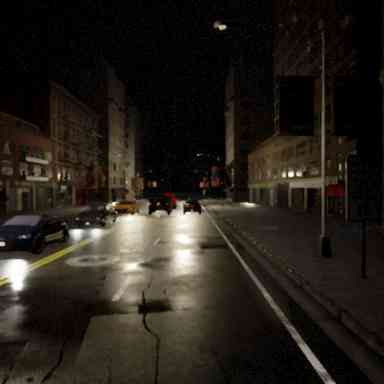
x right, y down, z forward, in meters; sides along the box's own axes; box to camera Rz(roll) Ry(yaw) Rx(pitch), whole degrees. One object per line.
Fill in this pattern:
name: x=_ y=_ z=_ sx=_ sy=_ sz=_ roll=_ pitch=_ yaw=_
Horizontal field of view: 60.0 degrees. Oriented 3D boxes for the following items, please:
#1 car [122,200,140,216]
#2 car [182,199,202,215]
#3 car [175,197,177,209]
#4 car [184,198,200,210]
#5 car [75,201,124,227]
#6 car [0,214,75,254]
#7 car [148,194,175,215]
car: x=-6.550 y=1.542 z=33.727 sx=1.882 sy=1.535 sz=5.008 roll=0 pitch=0 yaw=1
car: x=0.010 y=1.545 z=34.597 sx=1.837 sy=1.490 sz=4.892 roll=0 pitch=0 yaw=0
car: x=-3.233 y=1.290 z=45.481 sx=2.150 sy=2.045 sz=5.566 roll=0 pitch=0 yaw=0
car: x=0.017 y=1.602 z=45.604 sx=2.033 sy=1.411 sz=5.357 roll=0 pitch=0 yaw=0
car: x=-6.588 y=1.600 z=23.593 sx=2.033 sy=1.411 sz=5.357 roll=0 pitch=0 yaw=0
car: x=-6.589 y=1.607 z=13.502 sx=1.994 sy=1.385 sz=4.181 roll=0 pitch=0 yaw=0
car: x=-3.241 y=1.274 z=34.629 sx=2.150 sy=2.045 sz=5.566 roll=0 pitch=0 yaw=0
